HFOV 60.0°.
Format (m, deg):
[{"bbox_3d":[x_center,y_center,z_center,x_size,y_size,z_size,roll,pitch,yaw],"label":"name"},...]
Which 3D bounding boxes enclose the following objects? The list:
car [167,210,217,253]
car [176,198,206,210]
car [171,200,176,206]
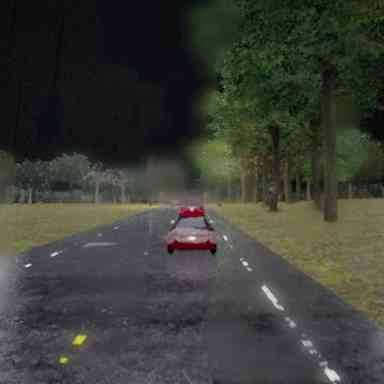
[{"bbox_3d":[0.006,1.705,14.292,1.994,1.385,4.181,0,-1,0],"label":"car"},{"bbox_3d":[0.005,1.510,29.069,2.150,2.045,5.566,0,0,0],"label":"car"},{"bbox_3d":[-3.488,2.397,71.876,1.994,1.385,4.181,0,-1,0],"label":"car"}]
